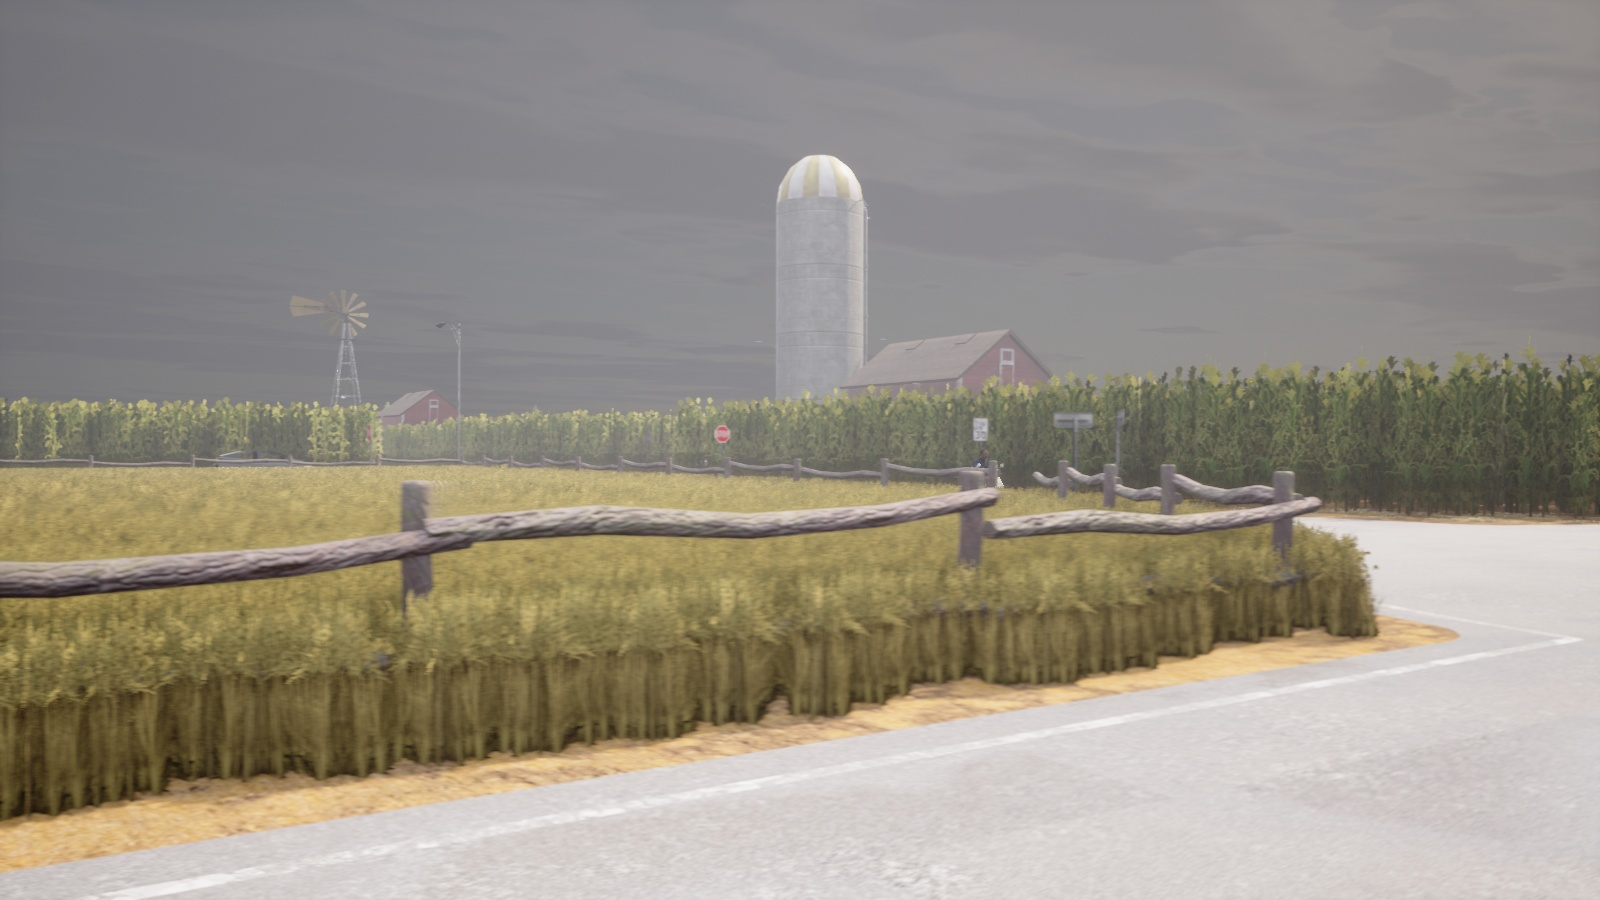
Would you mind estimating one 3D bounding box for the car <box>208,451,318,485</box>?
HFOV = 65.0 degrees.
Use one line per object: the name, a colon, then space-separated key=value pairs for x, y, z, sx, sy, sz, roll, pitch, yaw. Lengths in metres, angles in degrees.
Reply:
car: x=-25.438 y=0.818 z=59.506 sx=4.514 sy=1.525 sz=2.007 roll=-1 pitch=0 yaw=-32
